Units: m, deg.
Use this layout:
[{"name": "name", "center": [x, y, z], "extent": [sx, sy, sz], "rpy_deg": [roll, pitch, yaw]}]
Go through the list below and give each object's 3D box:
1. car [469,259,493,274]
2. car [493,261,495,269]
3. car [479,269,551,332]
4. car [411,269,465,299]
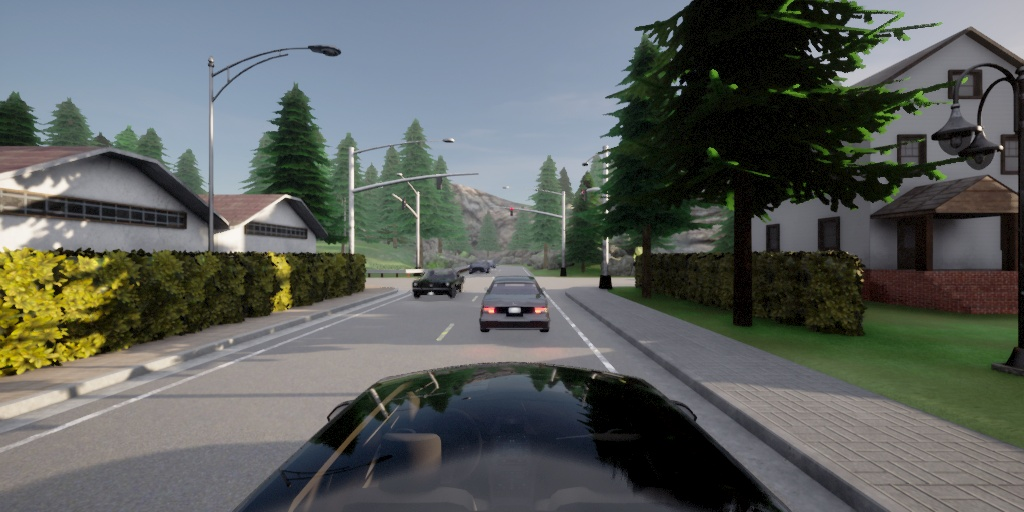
[{"name": "car", "center": [-3.563, 1.100, 40.034], "extent": [2.097, 1.767, 4.553], "rpy_deg": [0, 0, 0]}, {"name": "car", "center": [-3.545, 1.272, 55.189], "extent": [1.812, 1.442, 4.674], "rpy_deg": [0, 0, 0]}, {"name": "car", "center": [0.079, 1.297, 10.770], "extent": [2.033, 1.411, 5.357], "rpy_deg": [0, 0, 0]}, {"name": "car", "center": [-3.582, 1.350, 18.109], "extent": [1.895, 1.301, 4.718], "rpy_deg": [0, 0, 0]}]
